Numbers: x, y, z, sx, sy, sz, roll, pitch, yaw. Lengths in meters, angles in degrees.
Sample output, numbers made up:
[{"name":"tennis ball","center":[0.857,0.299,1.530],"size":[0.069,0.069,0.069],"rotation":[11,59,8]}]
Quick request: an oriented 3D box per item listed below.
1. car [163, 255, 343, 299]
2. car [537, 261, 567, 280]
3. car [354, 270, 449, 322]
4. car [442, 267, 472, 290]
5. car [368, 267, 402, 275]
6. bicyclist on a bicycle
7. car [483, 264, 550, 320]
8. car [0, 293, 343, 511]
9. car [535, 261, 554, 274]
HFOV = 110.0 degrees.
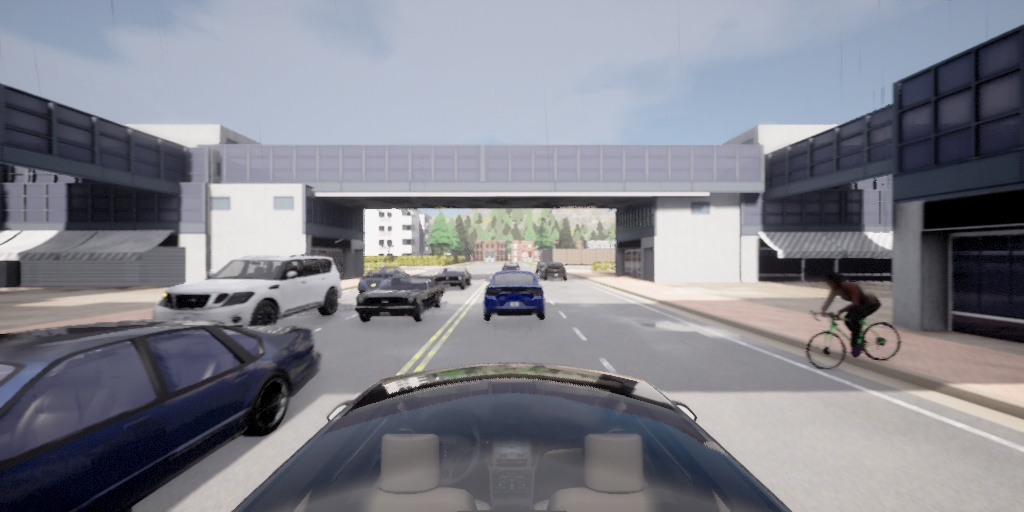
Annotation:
[{"name":"car","center":[-7.133,0.982,10.621],"size":[2.150,2.045,5.566],"rotation":[0,0,0]},{"name":"car","center":[3.476,1.231,30.557],"size":[1.837,1.490,4.892],"rotation":[0,0,0]},{"name":"car","center":[-3.641,1.353,12.455],"size":[1.895,1.301,4.718],"rotation":[0,0,0]},{"name":"car","center":[-3.676,1.348,22.589],"size":[1.895,1.301,4.718],"rotation":[0,0,0]},{"name":"car","center":[-7.167,1.320,20.577],"size":[1.994,1.385,4.181],"rotation":[0,0,0]},{"name":"bicyclist on a bicycle","center":[5.811,1.099,6.180],"size":[1.656,1.620,0.582],"rotation":[-9,0,0]},{"name":"car","center":[0.062,1.222,12.698],"size":[1.882,1.535,5.008],"rotation":[0,0,0]},{"name":"car","center":[-3.596,1.305,2.742],"size":[2.033,1.411,5.357],"rotation":[0,0,0]},{"name":"car","center":[3.702,1.268,41.688],"size":[2.033,1.411,5.357],"rotation":[0,0,4]}]
